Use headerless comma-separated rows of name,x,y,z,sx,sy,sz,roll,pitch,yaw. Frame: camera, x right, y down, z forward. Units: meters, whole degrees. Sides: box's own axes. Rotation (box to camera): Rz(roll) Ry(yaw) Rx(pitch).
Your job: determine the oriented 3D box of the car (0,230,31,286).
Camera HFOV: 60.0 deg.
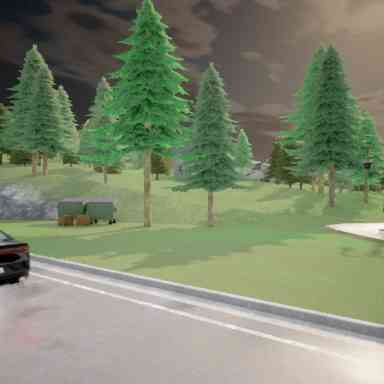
car,-6.020,1.477,8.291,5.008,1.535,1.882,0,0,36
